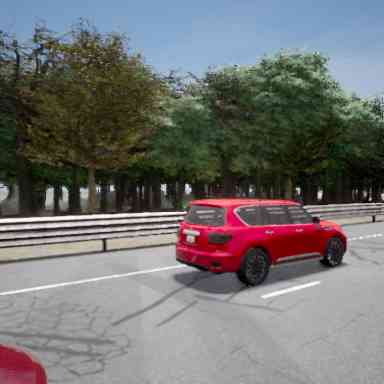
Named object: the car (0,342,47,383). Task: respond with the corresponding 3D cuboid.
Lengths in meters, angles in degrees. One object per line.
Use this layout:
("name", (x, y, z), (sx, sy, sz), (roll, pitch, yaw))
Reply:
("car", (-3.150, 1.526, 1.499), (4.674, 1.442, 1.812), (0, 0, -36))

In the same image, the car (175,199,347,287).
("car", (2.148, 1.218, 9.579), (5.566, 2.045, 2.150), (0, 0, -36))
